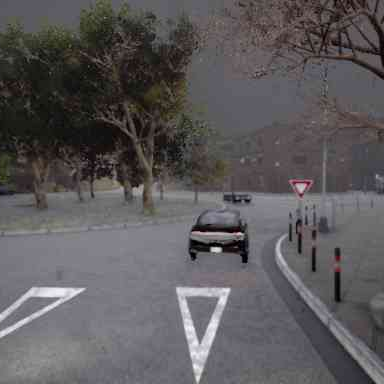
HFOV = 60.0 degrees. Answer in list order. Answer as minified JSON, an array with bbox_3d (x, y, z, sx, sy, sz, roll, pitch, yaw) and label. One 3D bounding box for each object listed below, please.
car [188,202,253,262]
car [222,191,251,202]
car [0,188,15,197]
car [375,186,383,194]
[{"bbox_3d":[1.081,1.351,11.776,2.128,1.511,4.902,0,1,9],"label":"car"},{"bbox_3d":[4.764,0.567,36.305,1.895,1.301,4.718,0,2,-11],"label":"car"},{"bbox_3d":[-28.980,0.052,49.291,4.718,1.301,1.895,-2,3,-39],"label":"car"},{"bbox_3d":[32.023,-0.497,53.880,2.185,1.767,4.553,-1,2,-18],"label":"car"}]
